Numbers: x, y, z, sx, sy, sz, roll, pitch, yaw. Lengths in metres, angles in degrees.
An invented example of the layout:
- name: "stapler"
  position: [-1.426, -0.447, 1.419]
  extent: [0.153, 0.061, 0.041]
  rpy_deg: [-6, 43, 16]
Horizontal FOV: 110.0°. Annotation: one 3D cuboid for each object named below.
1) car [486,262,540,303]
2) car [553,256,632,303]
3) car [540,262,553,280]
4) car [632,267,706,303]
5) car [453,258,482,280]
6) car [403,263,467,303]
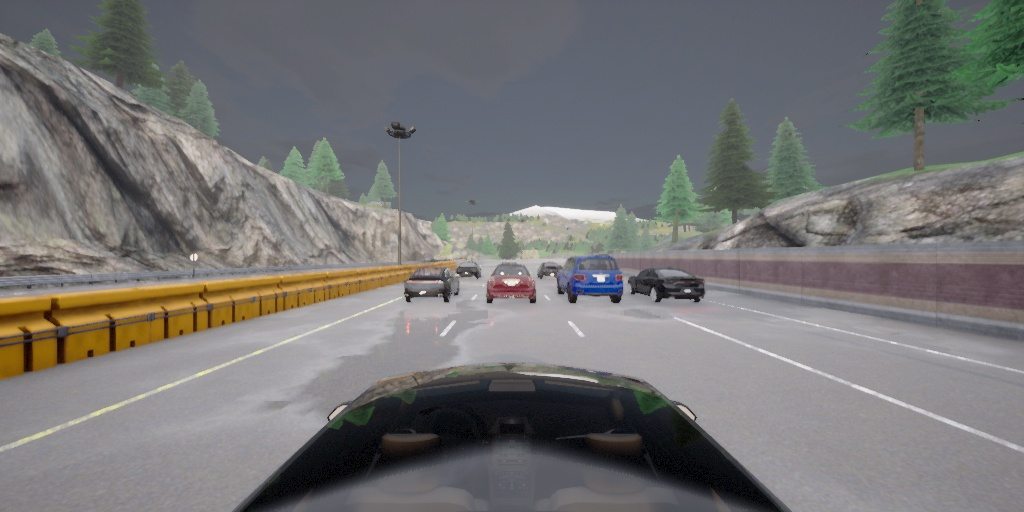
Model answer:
- name: "car"
  position: [-0.053, 1.113, 16.580]
  extent: [2.097, 1.767, 4.553]
  rpy_deg: [0, 0, -1]
- name: "car"
  position: [3.446, 1.005, 16.685]
  extent: [2.150, 2.045, 5.566]
  rpy_deg: [0, 0, -1]
- name: "car"
  position: [3.256, 1.264, 31.654]
  extent: [1.837, 1.490, 4.892]
  rpy_deg: [0, 0, -1]
- name: "car"
  position: [6.946, 1.232, 16.699]
  extent: [1.882, 1.535, 5.008]
  rpy_deg: [0, 0, -1]
- name: "car"
  position: [-3.743, 1.232, 31.565]
  extent: [1.882, 1.535, 5.008]
  rpy_deg: [0, 0, -1]
- name: "car"
  position: [-3.554, 1.242, 16.566]
  extent: [2.128, 1.511, 4.902]
  rpy_deg: [0, 0, -1]
